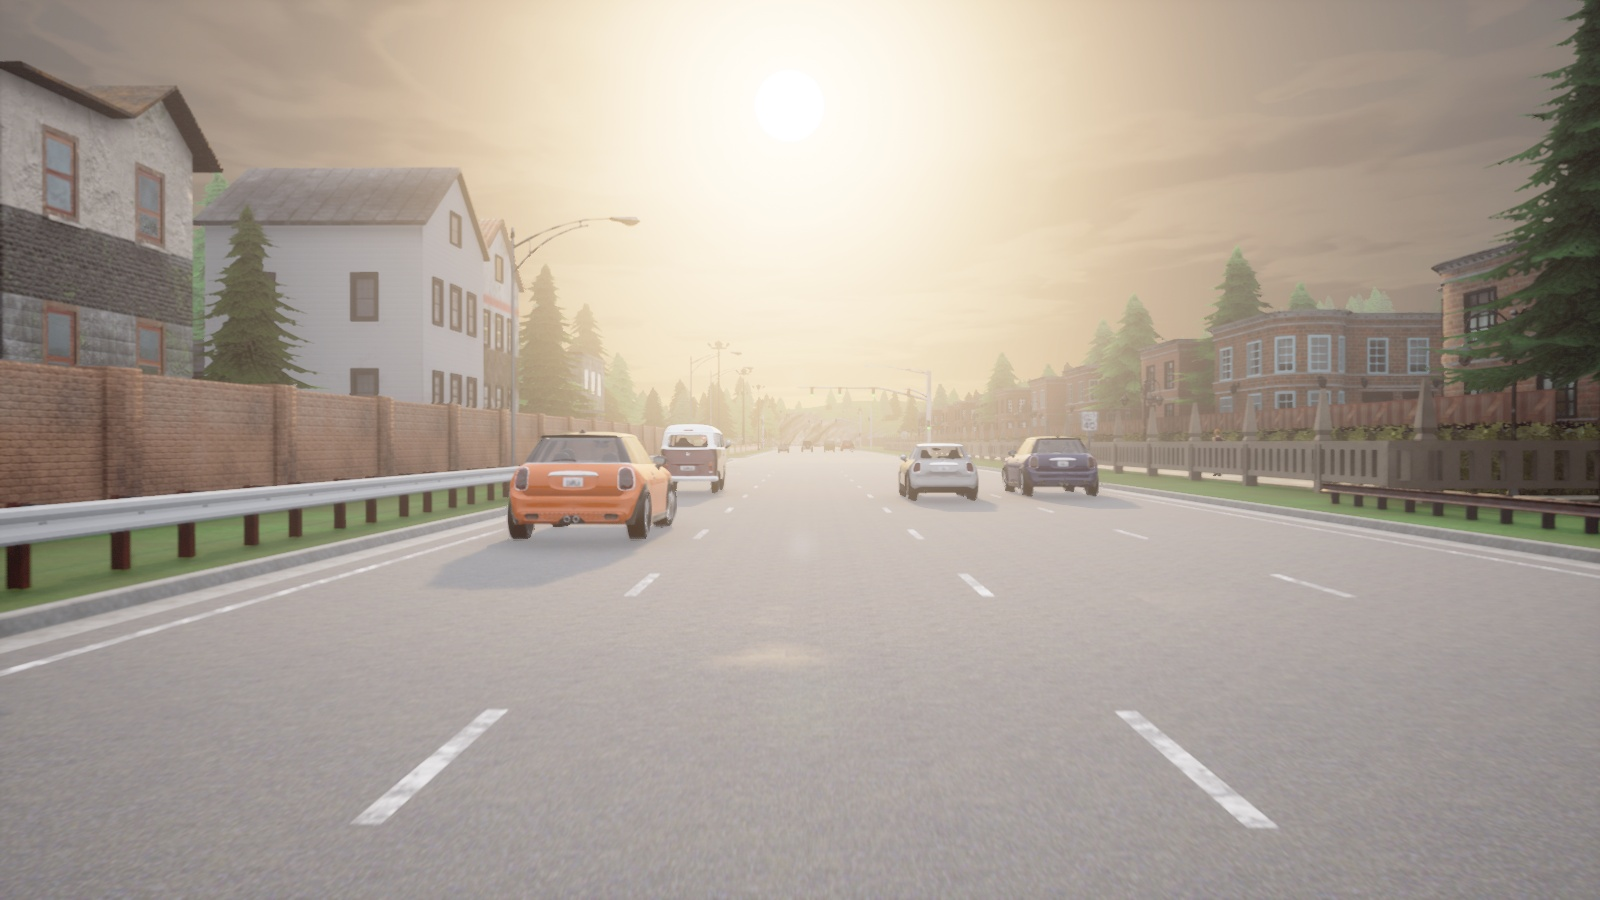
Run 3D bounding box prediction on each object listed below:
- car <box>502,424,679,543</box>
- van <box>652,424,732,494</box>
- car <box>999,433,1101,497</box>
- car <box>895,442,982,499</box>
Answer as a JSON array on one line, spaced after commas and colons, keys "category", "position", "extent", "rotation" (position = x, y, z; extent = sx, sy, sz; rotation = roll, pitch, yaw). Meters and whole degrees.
[{"category": "car", "position": [-3.337, 0.484, 20.970], "extent": [2.097, 1.767, 4.553], "rotation": [0, 0, 1]}, {"category": "van", "position": [-3.263, 0.248, 38.918], "extent": [2.069, 2.038, 4.480], "rotation": [0, 0, 0]}, {"category": "car", "position": [7.224, 0.404, 36.697], "extent": [2.097, 1.767, 4.553], "rotation": [0, 0, 0]}, {"category": "car", "position": [3.710, 0.522, 34.243], "extent": [1.970, 1.475, 3.806], "rotation": [0, 0, 0]}]
